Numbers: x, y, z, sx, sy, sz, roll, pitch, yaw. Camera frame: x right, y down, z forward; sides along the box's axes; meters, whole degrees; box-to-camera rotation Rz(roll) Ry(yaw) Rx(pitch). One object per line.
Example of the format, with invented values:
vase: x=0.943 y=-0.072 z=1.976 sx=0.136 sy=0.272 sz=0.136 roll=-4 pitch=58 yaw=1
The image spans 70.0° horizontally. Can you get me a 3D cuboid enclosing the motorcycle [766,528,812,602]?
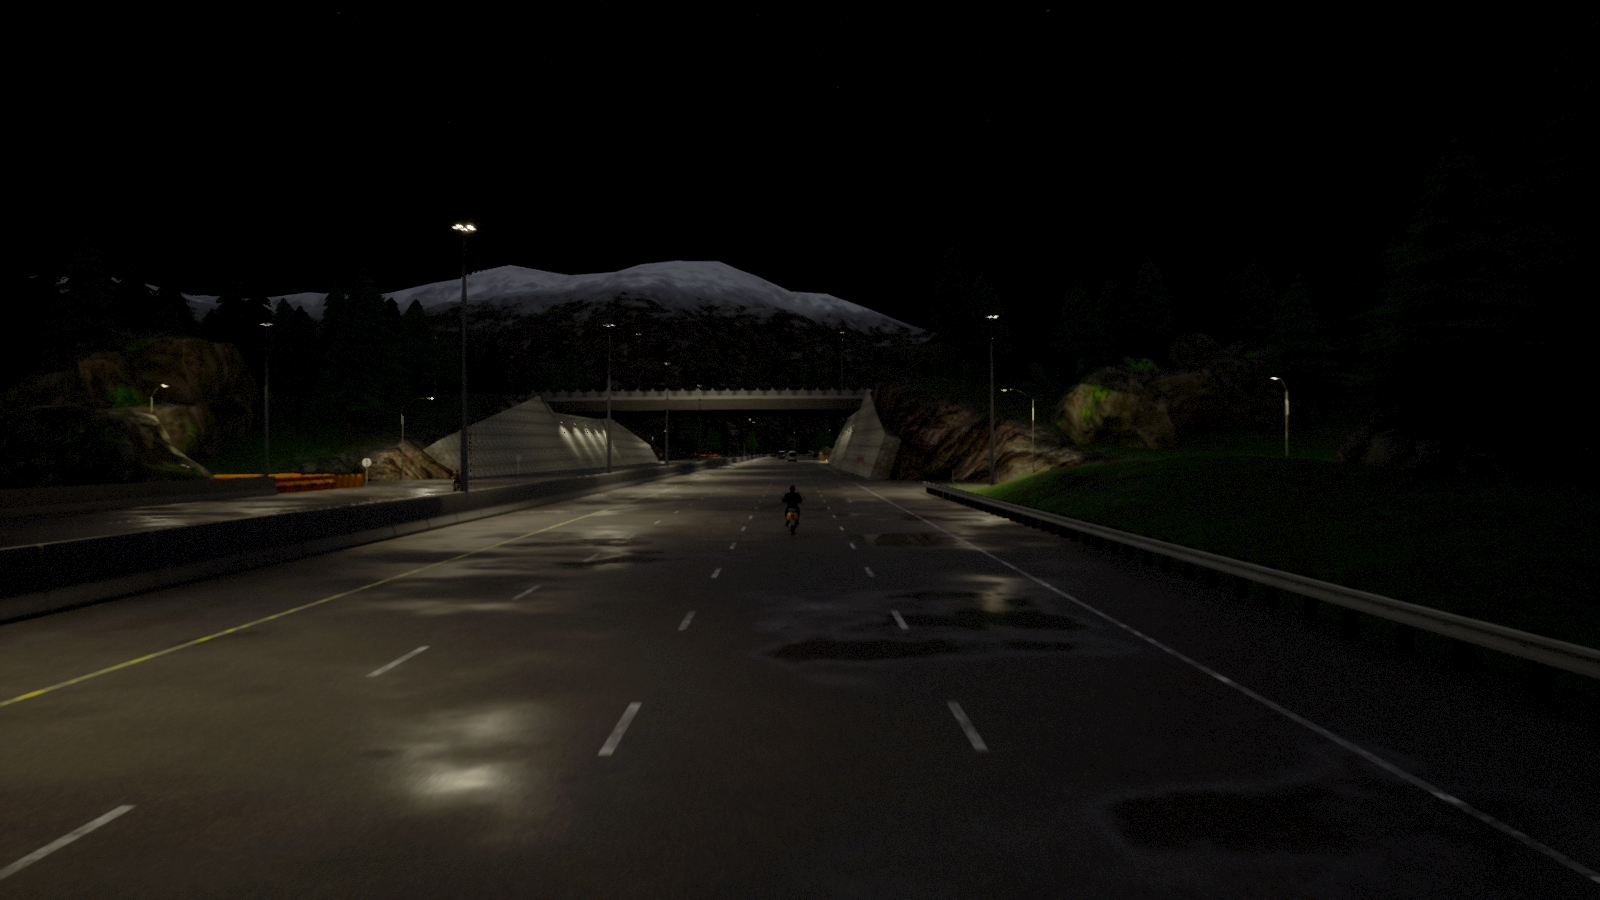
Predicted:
motorcycle: x=-0.207 y=2.182 z=21.908 sx=0.856 sy=1.236 sz=1.805 roll=0 pitch=0 yaw=0
